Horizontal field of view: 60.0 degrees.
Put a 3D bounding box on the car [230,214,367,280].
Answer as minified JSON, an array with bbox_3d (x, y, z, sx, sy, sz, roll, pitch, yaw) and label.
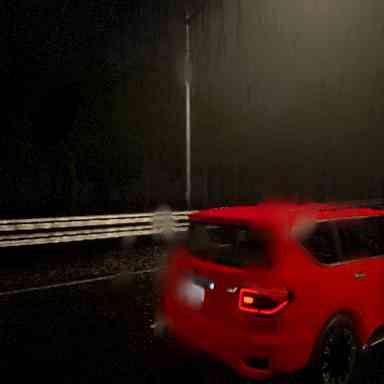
[{"bbox_3d":[3.445,1.529,10.500,4.181,1.385,1.994,-1,0,-35],"label":"car"}]

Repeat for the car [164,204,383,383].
[{"bbox_3d":[2.226,1.214,5.333,5.566,2.045,2.150,0,0,-35],"label":"car"}]
